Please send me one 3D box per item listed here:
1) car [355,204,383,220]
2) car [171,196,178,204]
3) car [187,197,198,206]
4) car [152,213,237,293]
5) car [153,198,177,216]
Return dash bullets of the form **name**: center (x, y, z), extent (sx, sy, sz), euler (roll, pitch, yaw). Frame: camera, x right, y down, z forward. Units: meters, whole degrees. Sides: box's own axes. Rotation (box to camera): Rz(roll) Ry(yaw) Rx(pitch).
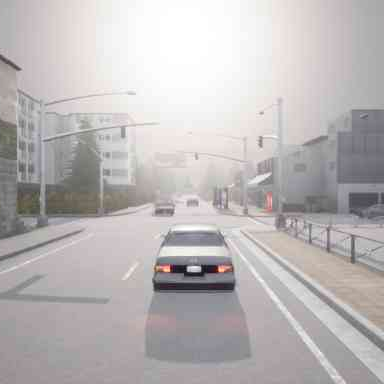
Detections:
- **car**: center (16.724, 1.740, 29.382), extent (4.181, 1.385, 1.994), euler (0, 0, 0)
- **car**: center (-3.579, 1.600, 49.860), extent (1.895, 1.301, 4.718), euler (0, 0, 0)
- **car**: center (0.117, 1.525, 56.368), extent (1.812, 1.442, 4.674), euler (0, 0, 0)
- **car**: center (0.062, 1.547, 8.990), extent (2.033, 1.411, 5.357), euler (0, 0, 1)
- **car**: center (-3.020, 1.662, 34.659), extent (1.895, 1.301, 4.718), euler (-1, 3, -10)
